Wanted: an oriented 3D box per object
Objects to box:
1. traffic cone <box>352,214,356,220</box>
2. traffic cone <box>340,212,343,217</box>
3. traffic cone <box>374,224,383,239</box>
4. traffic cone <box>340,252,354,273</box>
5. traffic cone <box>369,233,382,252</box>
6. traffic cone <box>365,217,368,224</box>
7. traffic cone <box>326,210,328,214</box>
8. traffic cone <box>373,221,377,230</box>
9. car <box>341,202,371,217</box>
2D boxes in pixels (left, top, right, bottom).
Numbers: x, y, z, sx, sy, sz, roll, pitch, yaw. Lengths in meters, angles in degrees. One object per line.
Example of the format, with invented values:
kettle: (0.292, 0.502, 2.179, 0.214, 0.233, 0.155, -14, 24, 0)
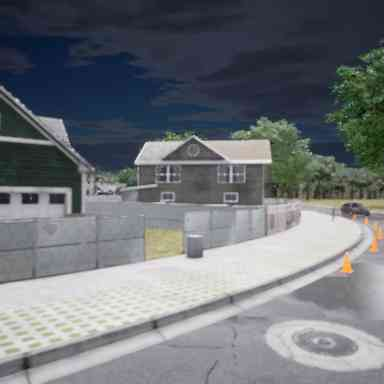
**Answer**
traffic cone: (15.215, 2.310, 31.136, 0.340, 0.580, 0.340, 0, 0, 13)
traffic cone: (16.065, 2.348, 35.823, 0.340, 0.580, 0.340, 0, 0, 8)
traffic cone: (10.083, 2.187, 17.842, 0.340, 0.580, 0.340, 0, -1, 29)
traffic cone: (4.671, 2.092, 10.013, 0.340, 0.580, 0.340, 0, -1, 40)
traffic cone: (7.563, 2.141, 13.800, 0.340, 0.580, 0.340, 0, -1, 35)
traffic cone: (13.927, 2.270, 26.548, 0.340, 0.580, 0.340, 0, 0, 18)
traffic cone: (16.509, 2.385, 40.657, 0.340, 0.580, 0.340, 0, 0, 4)
traffic cone: (12.211, 2.229, 22.103, 0.340, 0.580, 0.340, 0, 0, 24)
car: (18.016, 1.916, 36.801, 1.837, 1.490, 4.892, 1, 0, 7)
